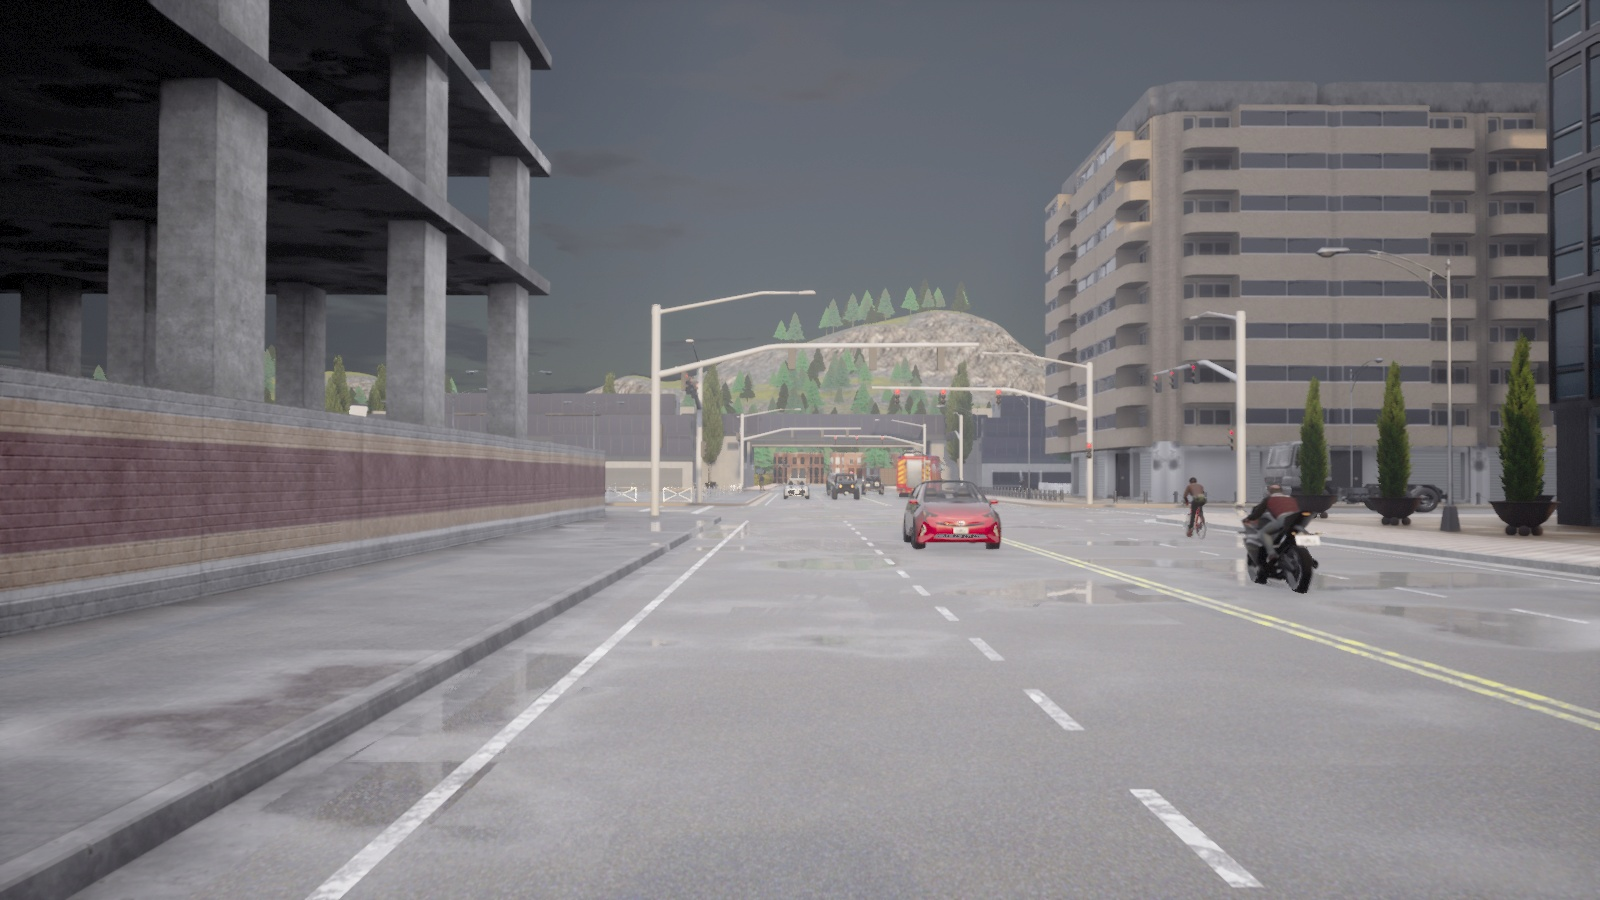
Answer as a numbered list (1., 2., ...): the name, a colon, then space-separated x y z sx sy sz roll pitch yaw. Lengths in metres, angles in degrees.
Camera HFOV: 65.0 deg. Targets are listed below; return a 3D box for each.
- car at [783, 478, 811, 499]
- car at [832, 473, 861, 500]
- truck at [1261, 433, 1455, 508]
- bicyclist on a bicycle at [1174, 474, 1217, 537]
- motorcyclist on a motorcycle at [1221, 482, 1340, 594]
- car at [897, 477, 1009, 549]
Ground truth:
1. car: -0.228 2.795 91.333 1.970 1.475 3.806 0 -1 0
2. car: 3.276 2.568 89.367 1.905 1.878 3.866 0 -1 0
3. truck: 26.538 0.996 59.937 7.936 3.462 2.891 0 -1 0
4. bicyclist on a bicycle: 10.417 1.461 33.115 0.582 1.620 1.656 0 -2 0
5. motorcyclist on a motorcycle: 6.954 1.232 18.308 0.866 1.530 2.191 0 -1 0
6. car: 3.427 1.391 28.885 2.007 1.525 4.514 0 -1 0
